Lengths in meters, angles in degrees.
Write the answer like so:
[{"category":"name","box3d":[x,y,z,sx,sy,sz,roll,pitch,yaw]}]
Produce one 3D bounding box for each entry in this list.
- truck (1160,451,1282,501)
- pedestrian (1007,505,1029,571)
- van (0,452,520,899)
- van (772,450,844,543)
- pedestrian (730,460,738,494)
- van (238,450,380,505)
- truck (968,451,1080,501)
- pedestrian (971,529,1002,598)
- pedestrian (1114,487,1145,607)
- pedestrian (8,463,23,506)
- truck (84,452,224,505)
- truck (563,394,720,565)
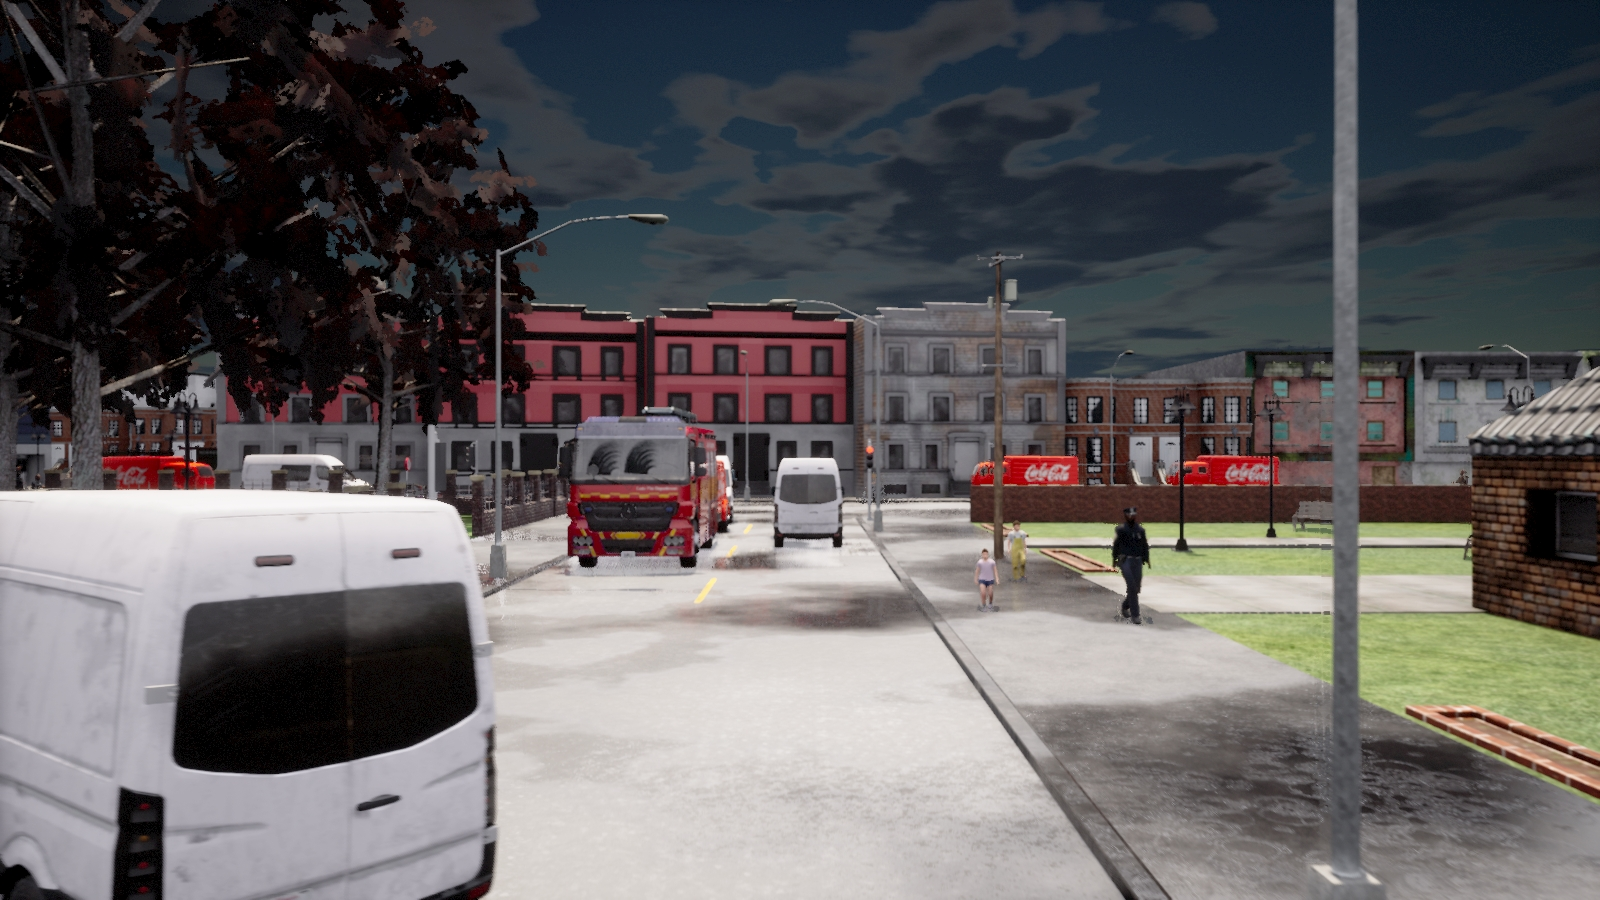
[{"category":"truck","box3d":[21.329,1.310,58.075,5.204,2.467,2.627,0,0,0]},{"category":"pedestrian","box3d":[4.438,1.789,23.271,0.375,1.300,0.375,0,0,1]},{"category":"van","box3d":[-4.490,1.309,7.370,5.915,2.561,1.988,0,-1,39]},{"category":"van","box3d":[0.234,1.293,34.398,1.988,2.561,5.915,0,0,0]},{"category":"pedestrian","box3d":[-3.655,1.486,63.199,0.375,1.860,0.375,0,0,13]},{"category":"van","box3d":[-23.260,1.285,54.291,5.915,2.561,1.988,0,0,0]},{"category":"truck","box3d":[11.323,1.312,58.122,5.204,2.467,2.627,0,0,0]},{"category":"pedestrian","box3d":[3.120,1.892,19.099,0.500,1.100,0.500,0,0,11]},{"category":"pedestrian","box3d":[5.168,1.512,17.930,0.375,1.860,0.375,0,0,-2]},{"category":"pedestrian","box3d":[-34.162,1.501,49.770,0.375,1.860,0.375,0,0,12]},{"category":"truck","box3d":[-30.631,1.320,54.307,5.204,2.467,2.627,0,0,0]},{"category":"truck","box3d":[-3.836,0.653,29.744,2.891,3.827,8.468,0,0,0]}]
